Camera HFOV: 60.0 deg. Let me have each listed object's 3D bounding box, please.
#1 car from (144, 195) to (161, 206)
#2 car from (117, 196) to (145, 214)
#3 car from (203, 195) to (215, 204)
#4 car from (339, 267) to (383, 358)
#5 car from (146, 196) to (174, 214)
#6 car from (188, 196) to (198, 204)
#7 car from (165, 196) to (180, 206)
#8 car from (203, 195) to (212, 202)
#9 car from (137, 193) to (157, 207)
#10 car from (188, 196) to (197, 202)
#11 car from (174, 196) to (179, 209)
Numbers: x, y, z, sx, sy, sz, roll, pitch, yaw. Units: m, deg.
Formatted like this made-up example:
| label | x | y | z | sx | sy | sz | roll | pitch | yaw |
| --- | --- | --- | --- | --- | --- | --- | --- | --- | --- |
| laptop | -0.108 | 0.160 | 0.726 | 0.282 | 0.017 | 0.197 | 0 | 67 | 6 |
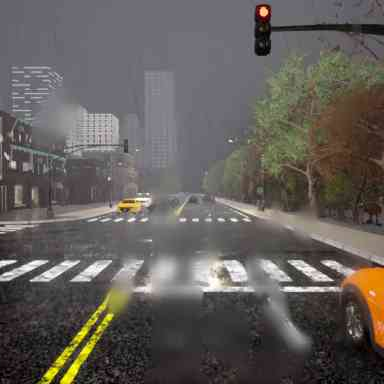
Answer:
| label | x | y | z | sx | sy | sz | roll | pitch | yaw |
| --- | --- | --- | --- | --- | --- | --- | --- | --- | --- |
| car | -6.465 | 1.332 | 54.799 | 2.097 | 1.767 | 4.553 | 0 | 0 | 0 |
| car | -6.517 | 1.466 | 34.900 | 1.882 | 1.535 | 5.008 | 0 | 0 | 0 |
| car | 3.488 | 1.467 | 64.724 | 2.128 | 1.511 | 4.902 | 0 | 0 | 0 |
| car | 3.359 | 1.351 | 3.408 | 2.097 | 1.767 | 4.553 | 0 | 0 | 0 |
| car | -3.270 | 1.466 | 34.913 | 1.882 | 1.535 | 5.008 | 0 | 0 | 0 |
| car | 0.238 | 1.523 | 64.448 | 2.033 | 1.411 | 5.357 | 0 | 0 | 1 |
| car | -3.215 | 1.471 | 54.951 | 2.128 | 1.511 | 4.902 | 0 | 0 | 0 |
| car | 3.415 | 1.447 | 74.889 | 1.882 | 1.535 | 5.008 | 0 | 0 | 0 |
| car | -6.492 | 1.206 | 44.838 | 2.150 | 2.045 | 5.566 | 0 | 0 | 0 |
| car | 0.165 | 1.565 | 74.941 | 1.895 | 1.301 | 4.718 | 0 | 0 | 0 |
| car | -3.243 | 1.548 | 44.923 | 1.994 | 1.385 | 4.181 | 0 | 0 | 0 |
